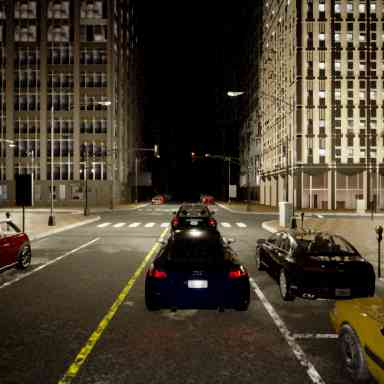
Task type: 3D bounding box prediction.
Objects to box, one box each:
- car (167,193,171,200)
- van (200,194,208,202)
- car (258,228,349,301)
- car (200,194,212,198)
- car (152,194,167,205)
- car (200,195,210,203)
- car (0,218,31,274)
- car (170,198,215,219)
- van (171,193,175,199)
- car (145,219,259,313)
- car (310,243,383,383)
[{"bbox_3d":[-5.749,1.251,63.044,2.192,1.841,5.009,0,0,0],"label":"car"},{"bbox_3d":[2.655,1.250,74.414,1.690,1.788,3.998,0,0,0],"label":"van"},{"bbox_3d":[2.687,1.549,8.101,2.008,1.369,4.403,0,0,0],"label":"car"},{"bbox_3d":[2.758,1.388,57.361,1.967,1.590,4.097,0,0,0],"label":"car"},{"bbox_3d":[-5.813,1.388,57.358,1.967,1.590,4.097,0,0,0],"label":"car"},{"bbox_3d":[2.657,1.363,68.729,1.967,1.590,4.097,0,0,0],"label":"car"},{"bbox_3d":[-5.693,1.439,8.095,1.967,1.590,4.097,0,0,0],"label":"car"},{"bbox_3d":[0.090,1.346,16.390,2.097,1.767,4.553,0,0,0],"label":"car"},{"bbox_3d":[-5.729,1.236,80.099,1.690,1.788,3.998,0,0,0],"label":"van"},{"bbox_3d":[0.098,1.563,7.757,1.994,1.385,4.181,0,0,0],"label":"car"},{"bbox_3d":[2.690,1.525,2.603,1.752,1.417,4.829,0,0,0],"label":"car"}]
